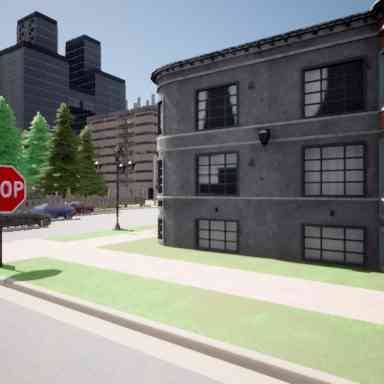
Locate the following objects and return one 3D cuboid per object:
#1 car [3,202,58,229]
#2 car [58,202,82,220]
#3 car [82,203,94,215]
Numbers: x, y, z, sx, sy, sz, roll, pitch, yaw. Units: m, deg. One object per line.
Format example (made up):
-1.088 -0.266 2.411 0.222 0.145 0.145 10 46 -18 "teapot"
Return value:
-11.080 1.573 20.564 1.812 1.442 4.674 0 0 33 "car"
-11.518 1.575 26.579 1.812 1.442 4.674 0 0 33 "car"
-11.937 1.652 32.325 1.895 1.301 4.718 0 0 33 "car"
